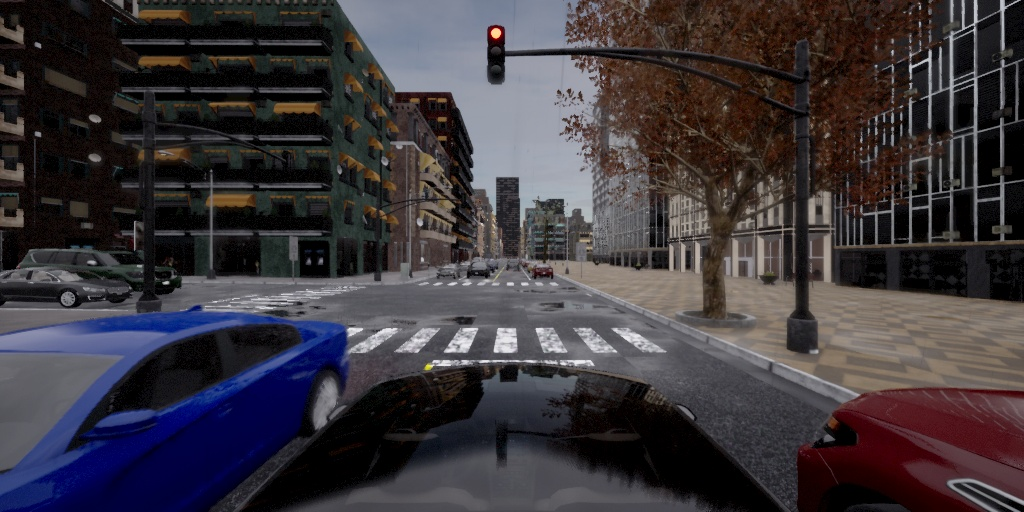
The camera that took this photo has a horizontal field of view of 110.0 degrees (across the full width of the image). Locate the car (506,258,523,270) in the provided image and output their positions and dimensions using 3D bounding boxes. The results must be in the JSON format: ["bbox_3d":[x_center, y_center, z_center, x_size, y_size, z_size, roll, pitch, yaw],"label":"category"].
[{"bbox_3d":[0.157,1.276,54.522,2.128,1.511,4.902,0,0,0],"label":"car"}]

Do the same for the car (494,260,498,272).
[{"bbox_3d":[-3.035,1.374,43.683,1.895,1.301,4.718,0,0,0],"label":"car"}]

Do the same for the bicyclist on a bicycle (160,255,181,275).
[{"bbox_3d":[-23.144,0.761,24.238,0.582,1.620,1.656,1,0,-1],"label":"bicyclist on a bicycle"}]

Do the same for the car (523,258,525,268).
[{"bbox_3d":[2.755,1.375,60.028,1.802,1.307,4.207,0,0,0],"label":"car"}]

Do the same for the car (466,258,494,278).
[{"bbox_3d":[-3.059,1.241,33.660,1.882,1.535,5.008,0,0,0],"label":"car"}]

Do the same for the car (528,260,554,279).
[{"bbox_3d":[2.725,1.307,32.365,1.888,1.381,4.507,0,0,0],"label":"car"}]

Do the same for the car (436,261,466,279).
[{"bbox_3d":[-5.655,1.313,32.375,2.007,1.370,4.403,0,0,0],"label":"car"}]

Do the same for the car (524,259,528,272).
[{"bbox_3d":[2.737,1.298,43.601,1.751,1.417,4.829,0,0,0],"label":"car"}]

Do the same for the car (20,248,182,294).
[{"bbox_3d":[-17.764,0.741,15.553,5.566,2.045,2.150,2,0,0],"label":"car"}]

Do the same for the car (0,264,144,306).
[{"bbox_3d":[-16.422,1.091,12.970,4.403,1.370,2.007,0,0,-1],"label":"car"}]

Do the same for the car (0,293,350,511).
[{"bbox_3d":[-3.016,1.227,2.593,1.882,1.535,5.008,0,0,0],"label":"car"}]
